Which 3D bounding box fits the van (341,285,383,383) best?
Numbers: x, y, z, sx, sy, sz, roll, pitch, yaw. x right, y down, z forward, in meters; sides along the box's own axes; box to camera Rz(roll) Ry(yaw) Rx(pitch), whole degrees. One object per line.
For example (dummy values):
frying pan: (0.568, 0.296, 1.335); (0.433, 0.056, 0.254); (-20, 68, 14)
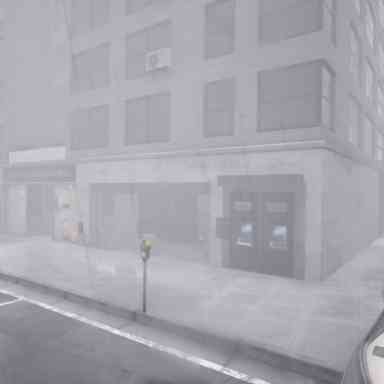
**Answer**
van: (2.592, 1.342, 1.095); (3.998, 1.788, 1.690); (0, 1, 36)
